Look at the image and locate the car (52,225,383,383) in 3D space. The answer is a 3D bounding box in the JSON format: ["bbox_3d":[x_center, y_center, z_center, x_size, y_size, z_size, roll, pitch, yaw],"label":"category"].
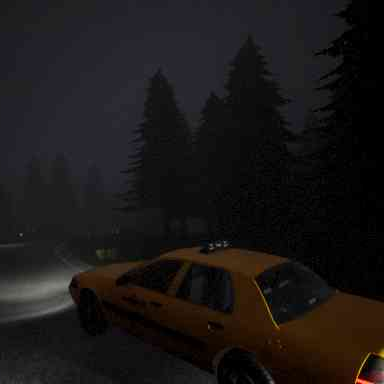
[{"bbox_3d":[0.124,1.441,4.751,5.366,1.575,1.801,0,1,43],"label":"car"}]

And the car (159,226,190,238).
[{"bbox_3d":[-2.311,5.544,46.279,1.882,1.535,5.008,-5,-8,30],"label":"car"}]

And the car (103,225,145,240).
[{"bbox_3d":[-7.435,4.510,36.973,2.033,1.411,5.357,-4,-8,20],"label":"car"}]

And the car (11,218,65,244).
[{"bbox_3d":[-12.737,3.228,28.167,2.150,2.045,5.566,-4,-7,7],"label":"car"}]
